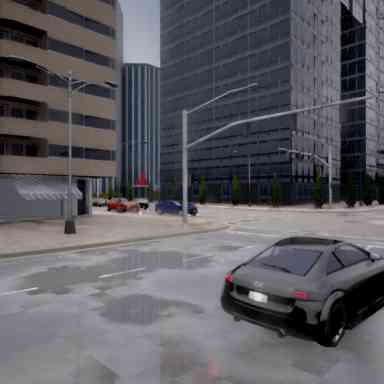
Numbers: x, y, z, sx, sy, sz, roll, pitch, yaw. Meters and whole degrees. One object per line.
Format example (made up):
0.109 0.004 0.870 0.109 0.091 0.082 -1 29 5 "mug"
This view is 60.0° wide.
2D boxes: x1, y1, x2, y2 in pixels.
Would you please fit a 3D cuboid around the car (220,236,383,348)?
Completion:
2.471 1.564 6.425 4.181 1.385 1.994 0 0 -43 "car"

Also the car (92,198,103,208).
-13.893 1.601 49.629 5.357 1.411 2.033 0 0 45 "car"

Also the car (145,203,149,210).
-7.654 1.656 43.495 4.718 1.301 1.895 0 0 45 "car"

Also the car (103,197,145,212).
-8.039 1.407 38.973 4.553 1.767 2.097 0 0 44 "car"

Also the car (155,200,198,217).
-1.575 1.533 32.617 5.008 1.535 1.882 0 0 44 "car"

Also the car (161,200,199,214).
-1.405 1.619 37.356 4.181 1.385 1.994 0 0 44 "car"
